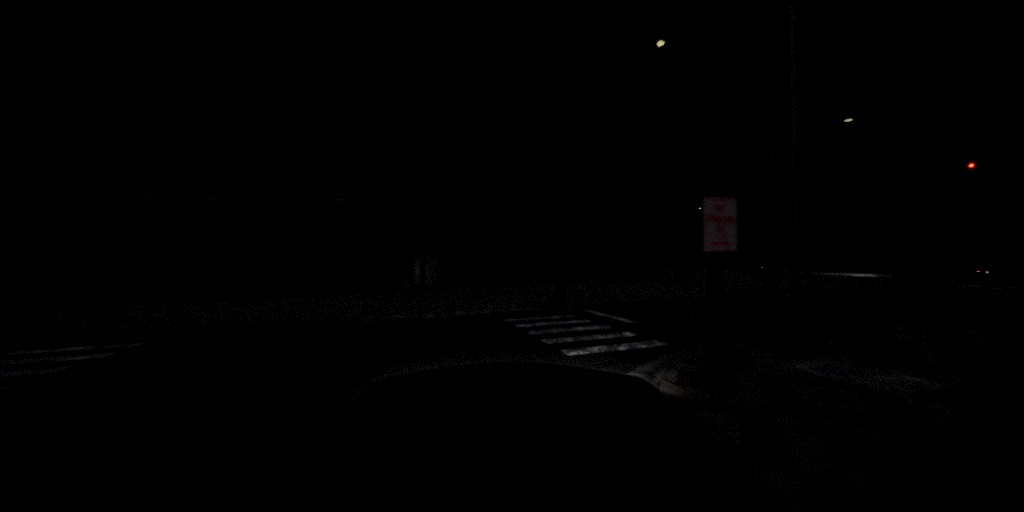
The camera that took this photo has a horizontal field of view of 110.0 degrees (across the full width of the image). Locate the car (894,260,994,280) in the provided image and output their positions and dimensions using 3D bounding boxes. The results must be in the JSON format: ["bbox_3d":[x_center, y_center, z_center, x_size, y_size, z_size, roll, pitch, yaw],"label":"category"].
[{"bbox_3d":[30.248,0.882,25.439,2.128,1.511,4.902,0,-1,-6],"label":"car"}]

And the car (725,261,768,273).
[{"bbox_3d":[26.208,1.214,40.284,1.994,1.385,4.181,0,-1,-16],"label":"car"}]
